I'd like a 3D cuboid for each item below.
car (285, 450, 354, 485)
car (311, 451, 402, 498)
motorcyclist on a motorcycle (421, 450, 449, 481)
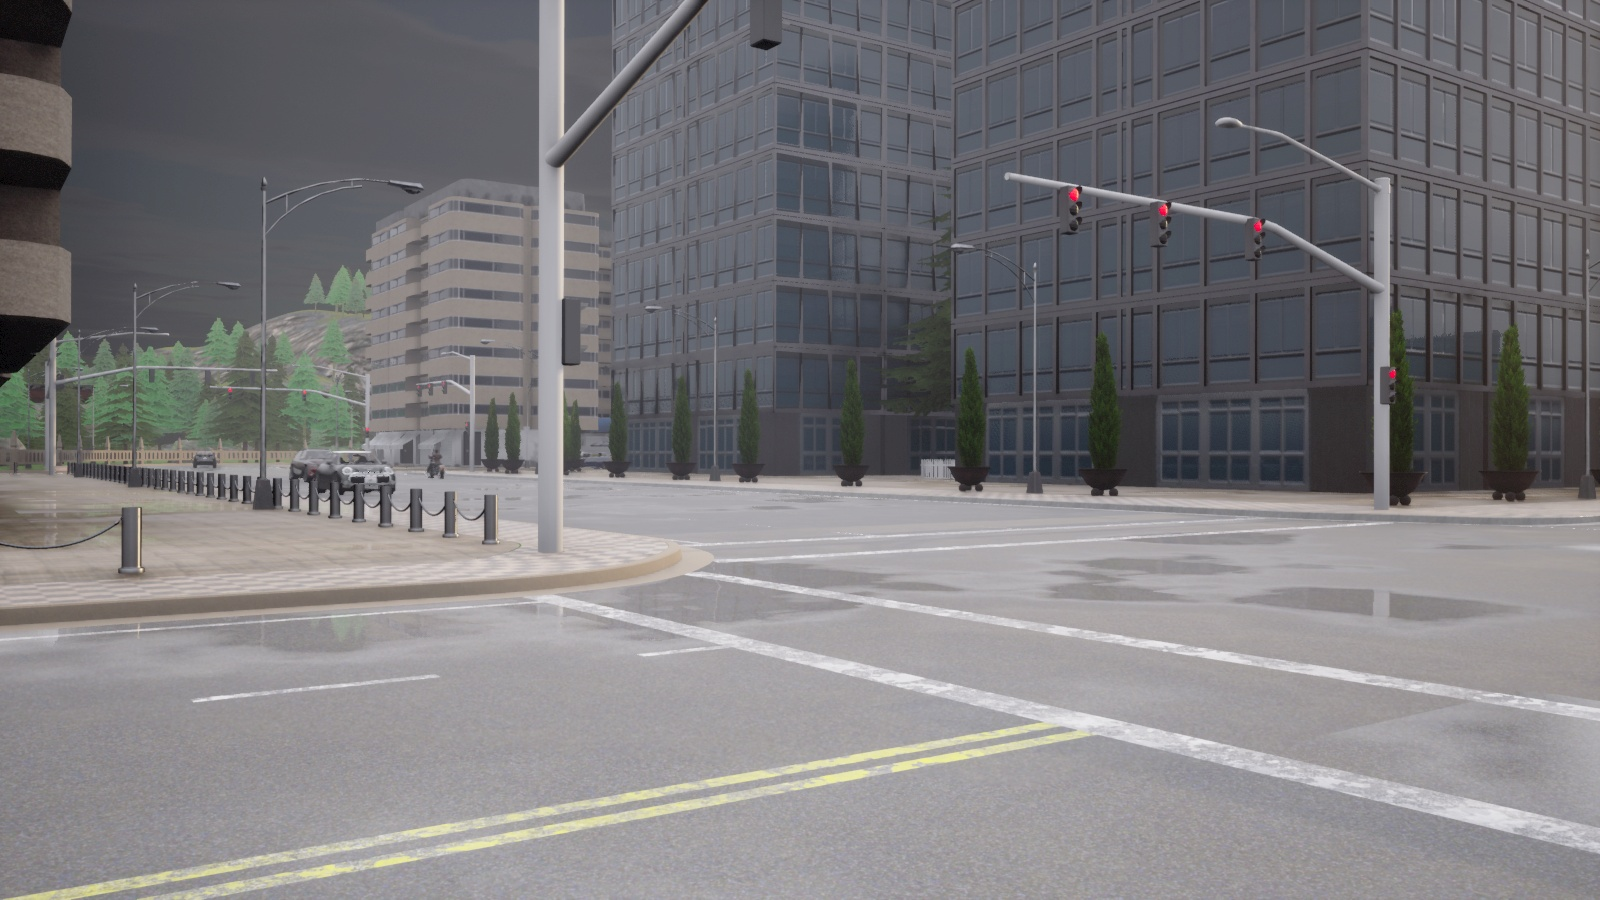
[{"bbox_3d":[-23.194,0.817,60.552,2.033,1.649,4.856,0,0,-34],"label":"car"},{"bbox_3d":[-14.953,0.790,42.266,1.970,1.475,3.806,0,0,-34],"label":"car"},{"bbox_3d":[-19.744,0.848,67.915,0.766,1.649,2.350,0,0,-34],"label":"motorcyclist on a motorcycle"}]
